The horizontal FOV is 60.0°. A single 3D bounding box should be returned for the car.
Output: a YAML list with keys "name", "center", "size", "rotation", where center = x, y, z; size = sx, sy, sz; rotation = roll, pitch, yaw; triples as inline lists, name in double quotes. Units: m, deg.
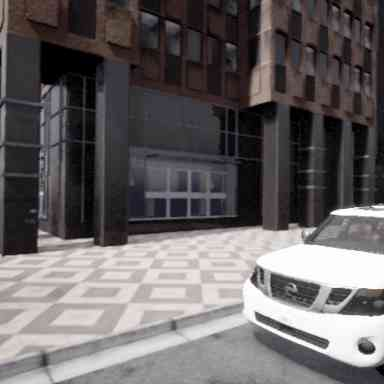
- name: "car"
  center: [3.444, 1.268, 5.835]
  size: [5.566, 2.045, 2.150]
  rotation: [0, 0, -35]
